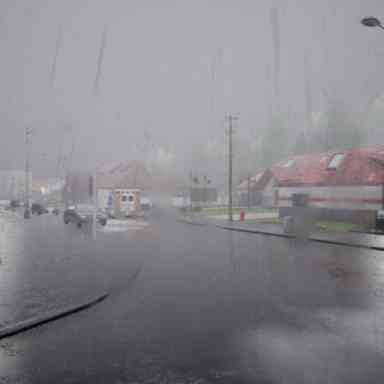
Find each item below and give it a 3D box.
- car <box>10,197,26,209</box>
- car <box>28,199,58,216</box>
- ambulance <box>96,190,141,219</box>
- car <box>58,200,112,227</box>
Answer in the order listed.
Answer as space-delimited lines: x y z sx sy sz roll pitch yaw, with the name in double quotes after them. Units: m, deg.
-23.834 1.493 45.965 2.128 1.511 4.902 0 0 -35 "car"
-14.491 1.491 32.720 2.128 1.511 4.902 0 0 -36 "car"
-6.874 1.031 29.090 2.351 2.431 6.366 0 0 -35 "ambulance"
-7.464 1.526 22.887 1.812 1.442 4.674 0 0 -36 "car"
